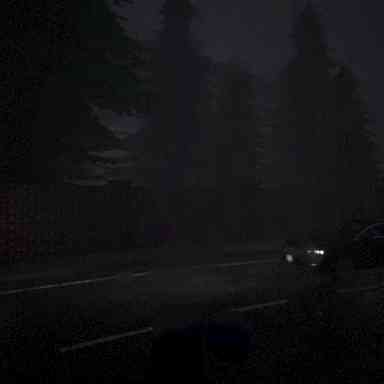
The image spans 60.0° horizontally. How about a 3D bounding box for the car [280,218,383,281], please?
[{"bbox_3d":[4.957,1.548,9.856,4.902,1.511,2.128,0,0,-20],"label":"car"}]
